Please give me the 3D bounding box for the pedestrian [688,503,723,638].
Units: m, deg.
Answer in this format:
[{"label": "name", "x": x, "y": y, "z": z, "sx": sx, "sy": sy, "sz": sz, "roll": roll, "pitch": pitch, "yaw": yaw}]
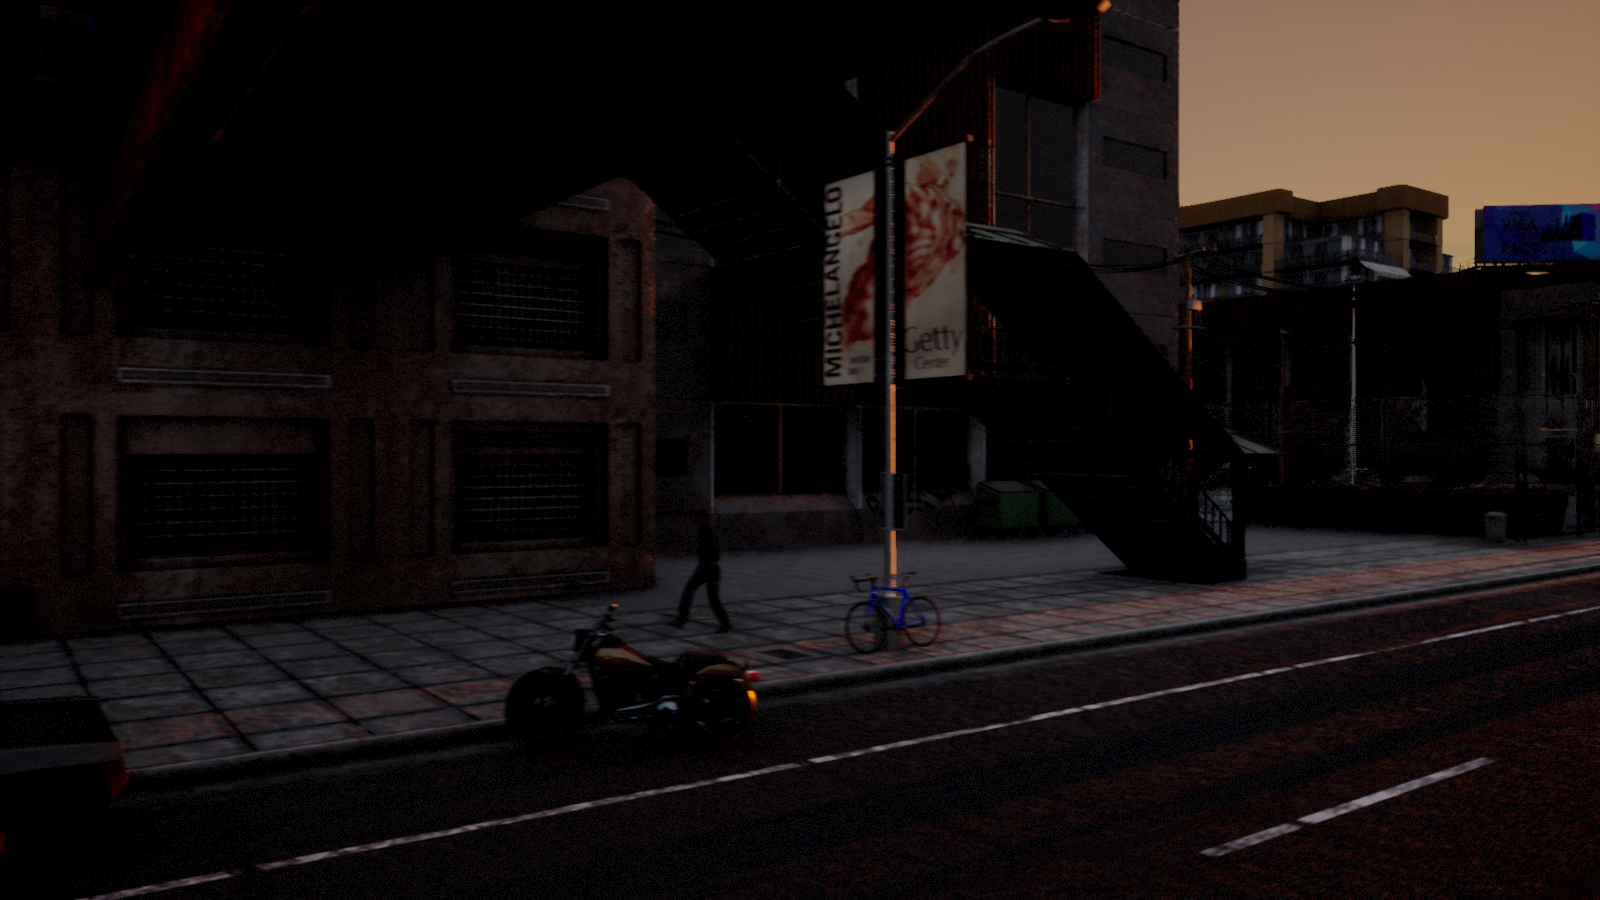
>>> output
[{"label": "pedestrian", "x": -1.347, "y": 1.699, "z": 16.265, "sx": 0.375, "sy": 1.860, "sz": 0.375, "roll": 0, "pitch": 0, "yaw": -29}]
